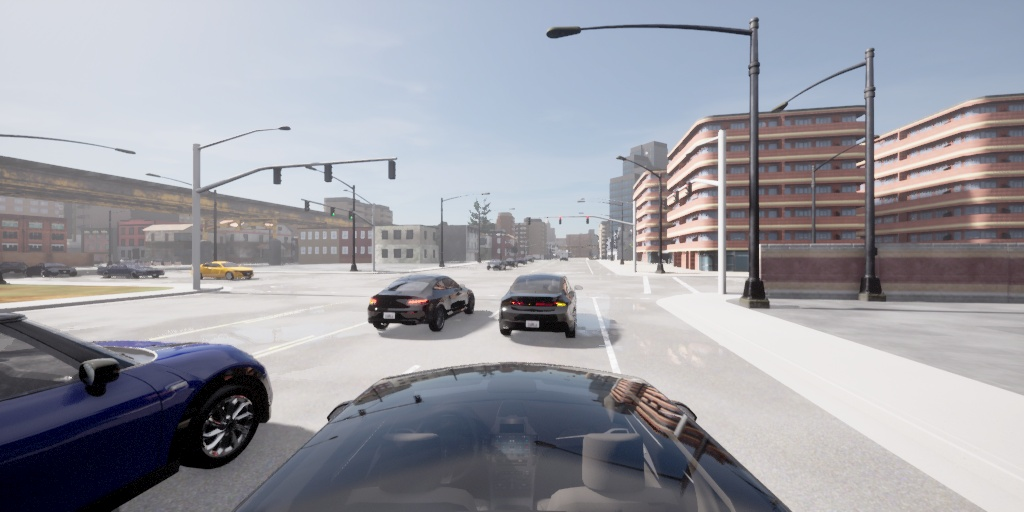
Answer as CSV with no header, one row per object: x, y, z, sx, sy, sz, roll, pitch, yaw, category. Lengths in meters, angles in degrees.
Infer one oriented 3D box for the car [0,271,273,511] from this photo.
-3.858,1.102,2.146,2.097,1.767,4.553,0,0,6,car

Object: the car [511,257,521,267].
-0.245,0.957,57.338,1.882,1.535,5.008,0,1,11,car

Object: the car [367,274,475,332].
-2.539,1.276,10.924,1.812,1.442,4.674,0,0,11,car

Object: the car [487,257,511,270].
-2.042,1.106,48.061,2.128,1.511,4.902,0,1,11,car

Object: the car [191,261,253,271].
-24.605,1.227,30.554,5.008,1.535,1.882,0,0,10,car

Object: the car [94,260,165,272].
-34.263,1.297,32.185,5.357,1.411,2.033,0,0,9,car

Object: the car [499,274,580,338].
0.907,1.255,10.284,1.837,1.490,4.892,0,0,11,car

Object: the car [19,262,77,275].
-43.983,1.314,34.216,4.181,1.385,1.994,0,0,15,car
